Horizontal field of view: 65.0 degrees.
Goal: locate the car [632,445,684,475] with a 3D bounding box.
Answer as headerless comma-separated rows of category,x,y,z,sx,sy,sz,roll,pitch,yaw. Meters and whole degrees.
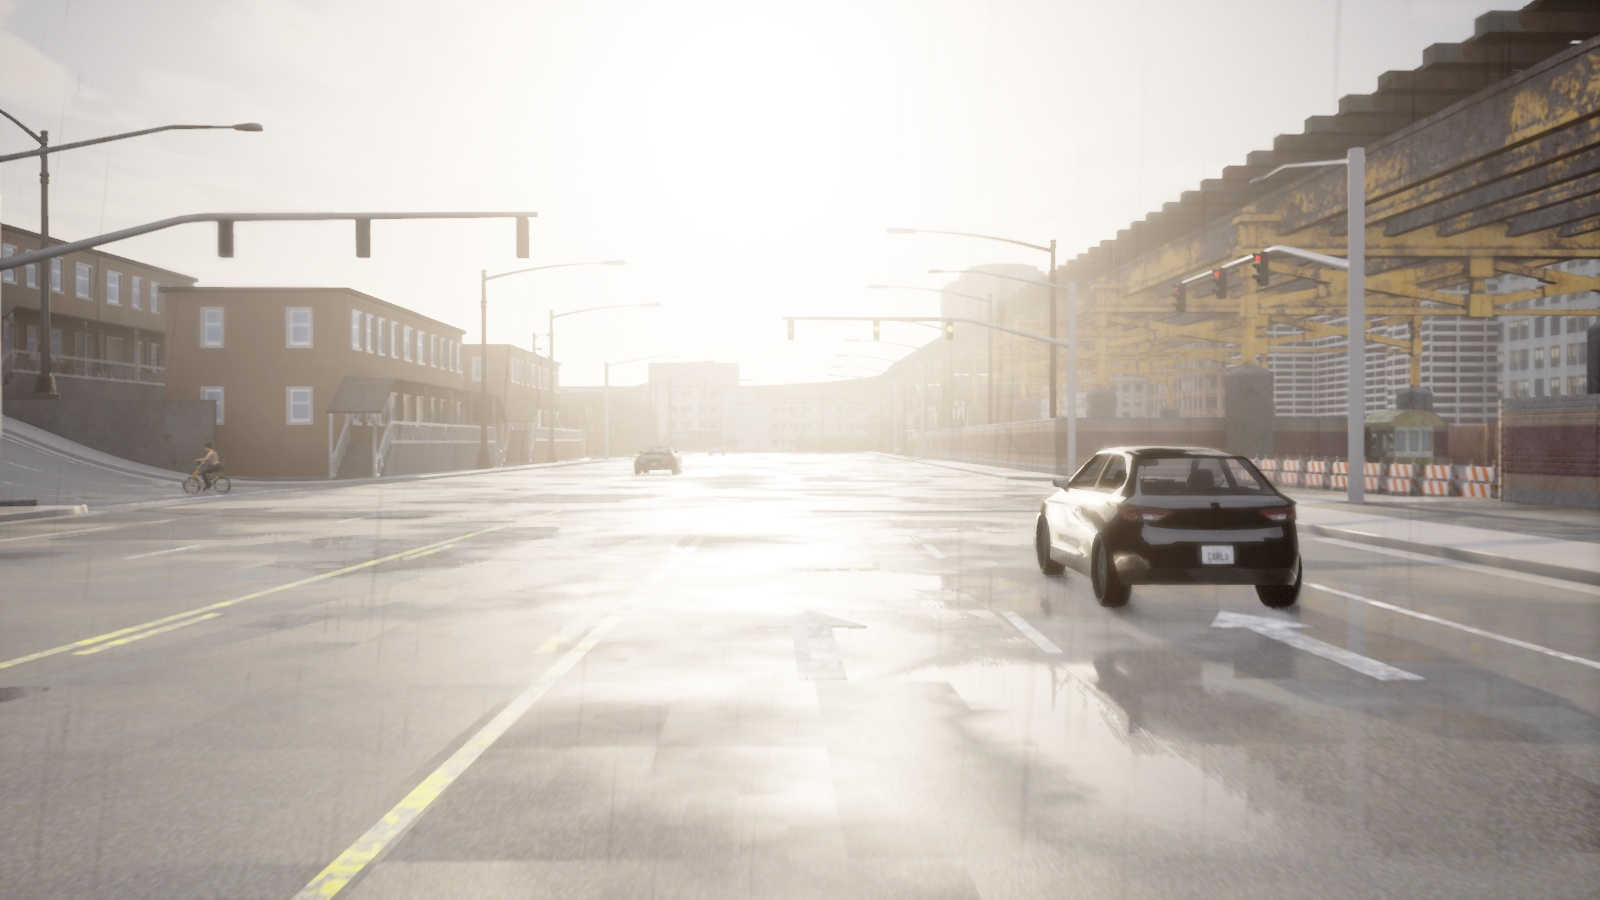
car,-6.764,0.463,60.176,1.994,1.385,4.181,0,0,0

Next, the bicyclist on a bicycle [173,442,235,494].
bicyclist on a bicycle,-18.822,0.561,39.653,1.509,1.612,0.866,-1,0,-1

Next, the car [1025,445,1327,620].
car,3.564,0.690,12.751,1.816,1.474,4.193,0,0,0
